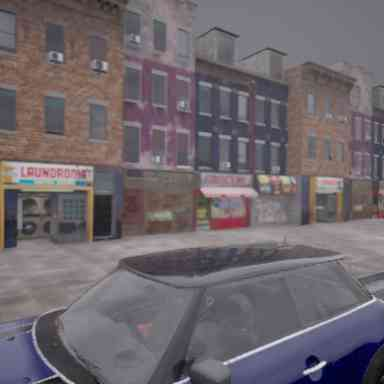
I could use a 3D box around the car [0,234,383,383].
[{"bbox_3d":[-0.107,1.359,2.954,4.553,1.767,2.097,0,0,-35],"label":"car"}]
